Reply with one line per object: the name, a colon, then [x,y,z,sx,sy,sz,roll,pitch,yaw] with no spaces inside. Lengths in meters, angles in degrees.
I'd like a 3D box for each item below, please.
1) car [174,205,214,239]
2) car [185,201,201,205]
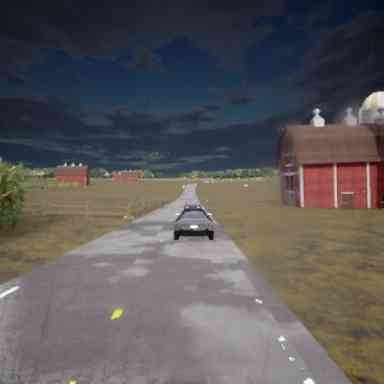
car: [0.095,1.584,17.417,1.994,1.385,4.181,0,0,0]
car: [0.086,1.685,37.540,1.895,1.301,4.718,0,0,0]
